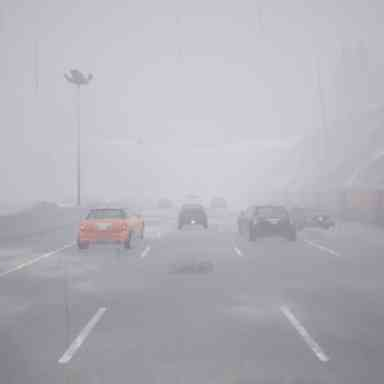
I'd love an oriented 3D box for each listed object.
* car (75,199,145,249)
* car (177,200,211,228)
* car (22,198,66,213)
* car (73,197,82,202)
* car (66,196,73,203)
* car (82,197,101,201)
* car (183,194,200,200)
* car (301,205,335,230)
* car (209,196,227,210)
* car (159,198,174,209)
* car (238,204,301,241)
[{"bbox_3d":[-3.399,1.381,14.771,2.097,1.767,4.553,0,0,0],"label":"car"},{"bbox_3d":[0.054,1.535,22.522,1.837,1.490,4.892,0,0,0],"label":"car"},{"bbox_3d":[-14.162,1.578,31.413,2.128,1.511,4.902,0,0,0],"label":"car"},{"bbox_3d":[-21.248,1.630,66.429,2.033,1.411,5.357,0,0,0],"label":"car"},{"bbox_3d":[-24.752,1.585,67.180,1.994,1.385,4.181,0,0,0],"label":"car"},{"bbox_3d":[-17.727,1.623,60.365,1.837,1.490,4.892,0,0,0],"label":"car"},{"bbox_3d":[-0.076,1.284,48.086,2.150,2.045,5.566,0,0,0],"label":"car"},{"bbox_3d":[7.101,1.552,20.981,2.033,1.411,5.357,0,0,-1],"label":"car"},{"bbox_3d":[3.446,1.399,44.805,2.097,1.767,4.553,0,0,0],"label":"car"},{"bbox_3d":[-3.560,1.576,46.104,1.837,1.490,4.892,0,0,0],"label":"car"},{"bbox_3d":[3.590,1.362,16.738,2.097,1.767,4.553,0,0,0],"label":"car"}]
